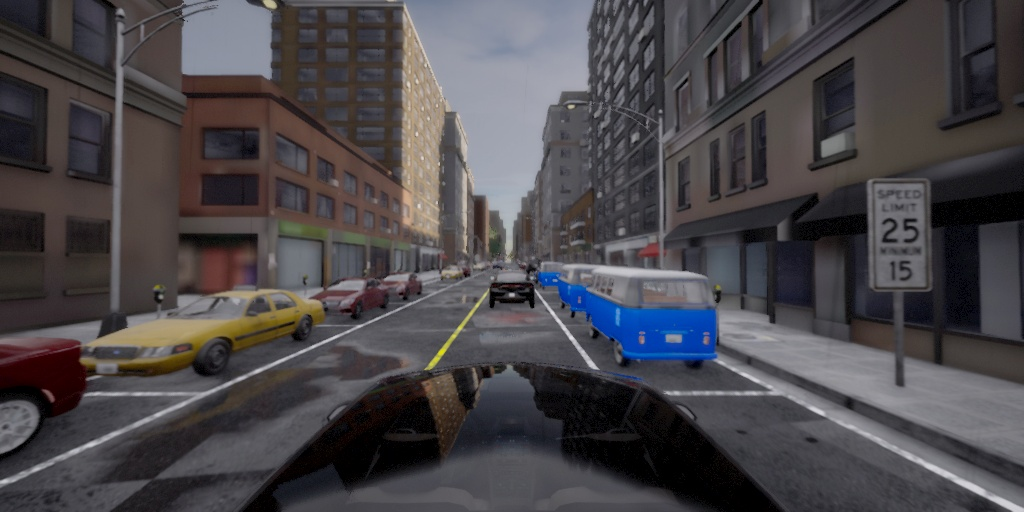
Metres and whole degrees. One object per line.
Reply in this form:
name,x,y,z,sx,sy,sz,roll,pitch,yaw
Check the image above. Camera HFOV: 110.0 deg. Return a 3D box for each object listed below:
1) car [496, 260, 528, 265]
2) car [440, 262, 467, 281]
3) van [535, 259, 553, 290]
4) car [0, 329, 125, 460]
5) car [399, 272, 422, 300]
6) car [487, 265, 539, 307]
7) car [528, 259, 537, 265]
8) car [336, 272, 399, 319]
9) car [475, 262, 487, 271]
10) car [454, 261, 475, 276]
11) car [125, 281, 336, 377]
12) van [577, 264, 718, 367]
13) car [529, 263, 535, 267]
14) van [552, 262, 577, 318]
car,0.003,1.386,30.940,2.097,1.767,4.553,0,-1,0
car,-5.855,1.604,35.054,1.751,1.417,4.829,0,0,0
van,2.676,1.310,24.258,1.690,1.789,3.998,0,0,0
car,-5.857,1.300,2.267,1.888,1.381,4.507,0,0,0
car,-5.856,1.497,18.745,1.802,1.307,4.207,0,0,0
car,0.009,1.370,16.347,1.882,1.535,5.008,0,0,0
car,3.108,1.440,48.849,2.150,2.045,5.566,0,-1,0
car,-5.856,1.443,13.253,1.802,1.307,4.207,0,0,0
car,-5.855,1.893,62.516,1.751,1.417,4.829,0,0,0
car,-5.855,1.449,40.716,2.192,1.841,5.009,0,0,0
car,-5.856,1.333,7.590,1.751,1.417,4.829,0,0,0
van,2.677,1.149,7.785,1.690,1.789,3.998,0,0,0
car,2.676,1.575,29.750,2.007,1.370,4.403,0,0,0
van,2.677,1.202,13.276,1.690,1.789,3.998,0,0,0
